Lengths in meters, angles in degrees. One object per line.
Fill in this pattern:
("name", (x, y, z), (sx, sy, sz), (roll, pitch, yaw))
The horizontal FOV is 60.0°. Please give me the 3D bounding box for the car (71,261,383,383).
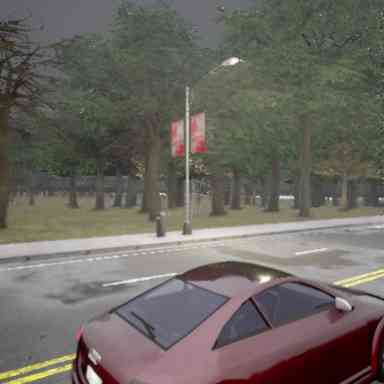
("car", (0.796, 1.574, 4.007), (4.181, 1.385, 1.994), (0, 0, -36))
